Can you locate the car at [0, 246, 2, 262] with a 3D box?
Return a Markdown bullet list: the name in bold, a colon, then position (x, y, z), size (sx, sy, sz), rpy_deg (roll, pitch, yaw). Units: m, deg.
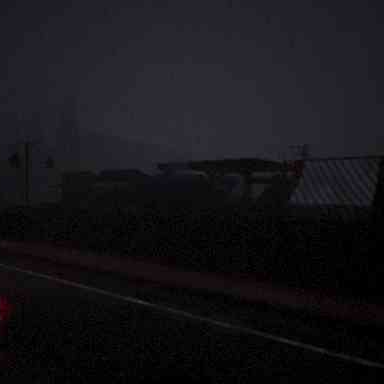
- **car**: position (-7.259, 1.580, 9.140), size (4.718, 1.301, 1.895), rpy_deg (0, 0, 36)
